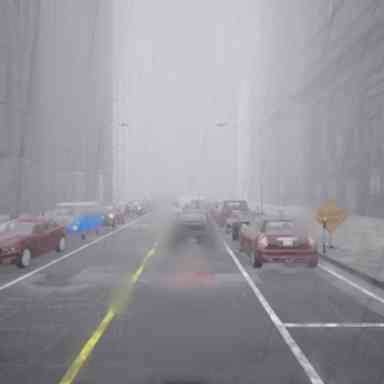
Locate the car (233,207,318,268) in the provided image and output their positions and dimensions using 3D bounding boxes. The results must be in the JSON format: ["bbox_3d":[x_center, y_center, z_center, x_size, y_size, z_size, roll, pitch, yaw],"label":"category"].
[{"bbox_3d":[2.739,1.486,11.443,1.967,1.590,4.097,0,0,0],"label":"car"}]

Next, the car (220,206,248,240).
[{"bbox_3d":[2.728,1.634,17.079,1.947,1.339,4.313,0,0,0],"label":"car"}]

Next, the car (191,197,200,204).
[{"bbox_3d":[0.758,1.776,72.137,1.882,1.535,5.008,0,0,0],"label":"car"}]

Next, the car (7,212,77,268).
[{"bbox_3d":[-5.786,1.591,11.416,1.887,1.381,4.507,0,0,0],"label":"car"}]

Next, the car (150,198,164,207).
[{"bbox_3d":[-5.876,1.779,56.508,2.008,1.369,4.403,0,0,0],"label":"car"}]

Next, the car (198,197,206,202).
[{"bbox_3d":[2.592,1.936,84.714,1.802,1.307,4.206,0,0,0],"label":"car"}]

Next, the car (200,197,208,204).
[{"bbox_3d":[2.615,1.885,73.441,1.802,1.307,4.206,0,0,0],"label":"car"}]

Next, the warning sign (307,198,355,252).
[{"bbox_3d":[5.049,1.164,12.143,1.300,1.860,1.060,0,0,0],"label":"warning sign"}]

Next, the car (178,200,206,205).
[{"bbox_3d":[0.015,1.684,30.147,1.994,1.385,4.181,0,0,0],"label":"car"}]

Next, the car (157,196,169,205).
[{"bbox_3d":[-5.899,1.718,67.782,1.967,1.590,4.097,0,0,0],"label":"car"}]

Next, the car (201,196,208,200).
[{"bbox_3d":[2.671,1.621,45.260,1.967,1.590,4.097,0,0,0],"label":"car"}]

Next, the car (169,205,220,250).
[{"bbox_3d":[0.043,1.565,14.661,1.837,1.490,4.892,0,0,0],"label":"car"}]

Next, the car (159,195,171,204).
[{"bbox_3d":[-5.911,1.618,73.420,2.192,1.841,5.009,0,0,0],"label":"car"}]

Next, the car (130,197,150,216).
[{"bbox_3d":[-5.831,1.576,33.963,1.967,1.590,4.097,0,0,0],"label":"car"}]

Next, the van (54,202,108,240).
[{"bbox_3d":[-5.798,1.409,17.054,1.690,1.788,3.998,0,0,0],"label":"van"}]

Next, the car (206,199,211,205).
[{"bbox_3d":[2.694,1.702,33.988,1.947,1.339,4.313,0,0,0],"label":"car"}]

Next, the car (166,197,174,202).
[{"bbox_3d":[-5.944,1.931,90.328,2.008,1.369,4.403,0,0,0],"label":"car"}]

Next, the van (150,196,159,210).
[{"bbox_3d":[-5.854,1.522,45.237,1.690,1.788,3.998,0,0,0],"label":"van"}]

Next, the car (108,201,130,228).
[{"bbox_3d":[-5.809,1.531,22.690,1.967,1.590,4.097,0,0,0],"label":"car"}]

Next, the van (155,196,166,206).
[{"bbox_3d":[-5.888,1.594,62.146,1.690,1.788,3.998,0,0,0],"label":"van"}]

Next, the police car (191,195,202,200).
[{"bbox_3d":[0.778,1.679,62.247,1.930,1.638,5.238,0,0,0],"label":"police car"}]

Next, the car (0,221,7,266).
[{"bbox_3d":[-5.775,1.339,5.780,2.192,1.841,5.009,0,0,0],"label":"car"}]

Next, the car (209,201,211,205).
[{"bbox_3d":[2.705,1.658,28.352,1.887,1.381,4.507,0,0,0],"label":"car"}]

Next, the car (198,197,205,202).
[{"bbox_3d":[2.581,1.962,90.351,1.802,1.307,4.206,0,0,0],"label":"car"}]

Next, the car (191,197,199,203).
[{"bbox_3d":[0.746,1.850,78.136,1.812,1.442,4.674,0,0,0],"label":"car"}]

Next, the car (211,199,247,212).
[{"bbox_3d":[2.716,1.406,22.717,2.192,1.841,5.009,0,0,0],"label":"car"}]

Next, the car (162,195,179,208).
[{"bbox_3d":[-3.182,1.427,51.139,2.150,2.045,5.566,0,0,0],"label":"car"}]

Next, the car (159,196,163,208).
[{"bbox_3d":[-5.865,1.729,50.703,1.752,1.417,4.829,0,0,0],"label":"car"}]

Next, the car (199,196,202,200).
[{"bbox_3d":[2.649,1.795,56.532,1.947,1.339,4.313,0,0,0],"label":"car"}]
